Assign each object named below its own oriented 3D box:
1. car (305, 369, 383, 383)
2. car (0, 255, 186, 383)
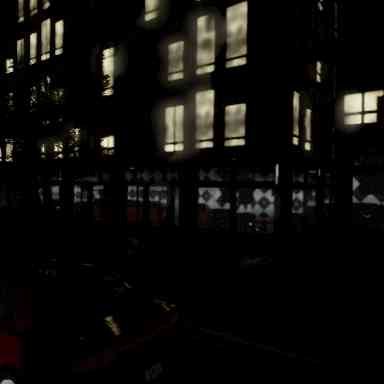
[{"bbox_3d":[2.402,1.551,1.145,4.403,1.369,2.008,0,1,36],"label":"car"},{"bbox_3d":[-2.178,1.546,4.411,4.507,1.381,1.887,0,1,36],"label":"car"}]
